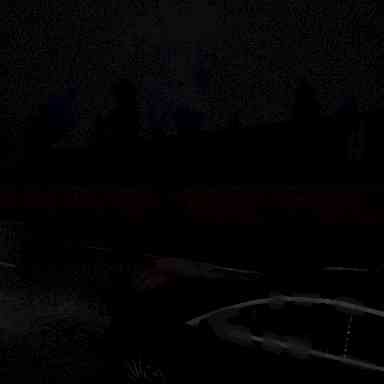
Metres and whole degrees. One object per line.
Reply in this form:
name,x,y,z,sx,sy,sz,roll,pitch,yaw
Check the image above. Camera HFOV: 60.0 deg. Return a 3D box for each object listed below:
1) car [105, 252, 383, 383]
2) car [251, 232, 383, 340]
car,1.245,1.487,3.106,4.902,1.511,2.128,0,0,36
car,3.602,1.598,5.720,4.718,1.301,1.895,0,0,36
